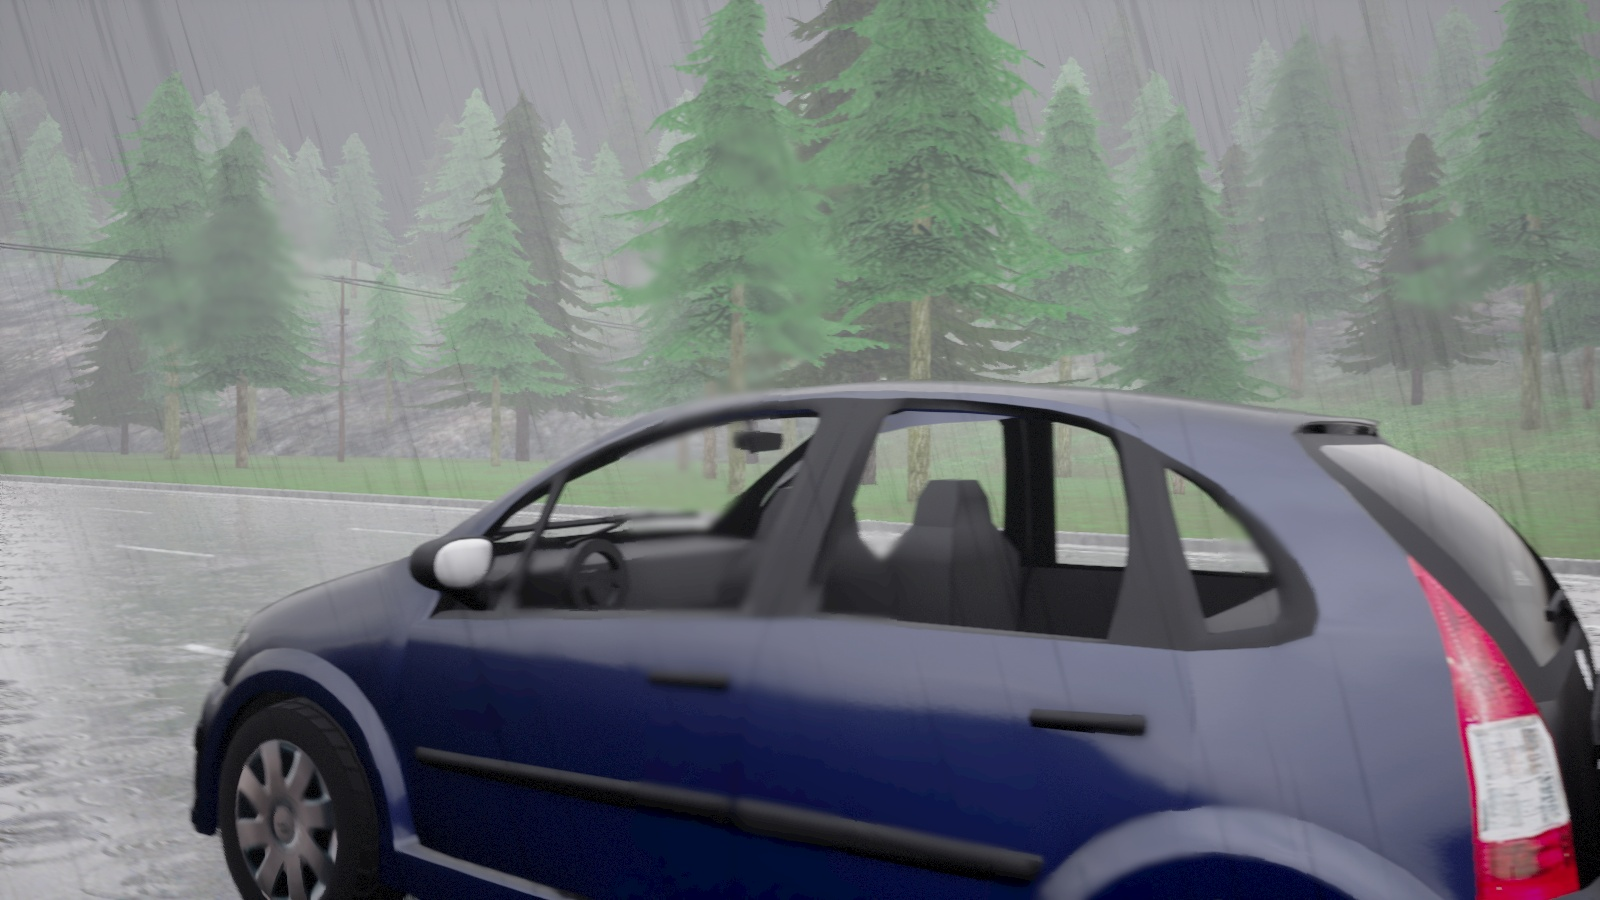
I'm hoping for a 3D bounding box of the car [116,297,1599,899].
[{"bbox_3d":[0.051,0.580,3.587,3.988,1.617,1.851,0,1,34],"label":"car"}]
